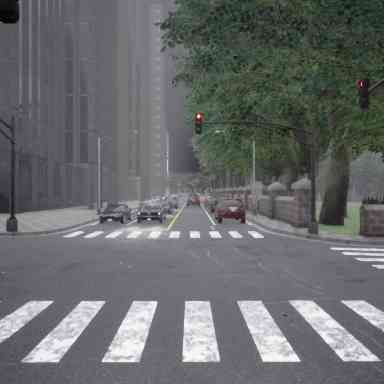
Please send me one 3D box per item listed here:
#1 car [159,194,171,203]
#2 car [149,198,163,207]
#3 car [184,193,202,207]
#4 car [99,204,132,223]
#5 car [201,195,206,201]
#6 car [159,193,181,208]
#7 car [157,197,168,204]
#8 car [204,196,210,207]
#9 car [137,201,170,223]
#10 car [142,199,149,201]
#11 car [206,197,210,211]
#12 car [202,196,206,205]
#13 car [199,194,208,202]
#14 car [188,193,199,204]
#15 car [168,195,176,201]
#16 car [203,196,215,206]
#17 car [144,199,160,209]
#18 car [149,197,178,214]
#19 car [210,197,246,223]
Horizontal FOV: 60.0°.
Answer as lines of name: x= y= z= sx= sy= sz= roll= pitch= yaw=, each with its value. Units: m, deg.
car: x=-5.581 y=1.375 z=68.917 sx=2.192 sy=1.841 sz=5.009 roll=0 pitch=0 yaw=0
car: x=-5.624 y=1.623 z=52.546 sx=1.802 sy=1.307 sz=4.206 roll=0 pitch=0 yaw=0
car: x=0.240 y=1.394 z=53.809 sx=2.097 sy=1.767 sz=4.553 roll=0 pitch=0 yaw=0
car: x=-5.696 y=1.577 z=25.261 sx=1.947 sy=1.339 sz=4.313 roll=0 pitch=0 yaw=0
car: x=2.901 y=1.481 z=52.530 sx=1.967 sy=1.590 sz=4.097 roll=0 pitch=0 yaw=0
car: x=-2.968 y=1.385 z=45.793 sx=2.097 sy=1.767 sz=4.553 roll=0 pitch=0 yaw=0
car: x=-5.596 y=1.635 z=63.460 sx=1.802 sy=1.307 sz=4.206 roll=0 pitch=0 yaw=0
car: x=2.872 y=1.579 z=41.616 sx=2.008 sy=1.369 sz=4.403 roll=0 pitch=0 yaw=0
car: x=-3.032 y=1.612 z=25.700 sx=1.895 sy=1.301 sz=4.718 roll=0 pitch=0 yaw=0
car: x=-5.653 y=1.579 z=41.631 sx=2.008 sy=1.369 sz=4.403 roll=0 pitch=0 yaw=0
car: x=2.858 y=1.588 z=36.160 sx=1.947 sy=1.339 sz=4.313 roll=0 pitch=0 yaw=0
car: x=2.886 y=1.586 z=47.073 sx=2.008 sy=1.369 sz=4.403 roll=0 pitch=0 yaw=0
car: x=2.587 y=1.425 z=75.874 sx=2.097 sy=1.767 sz=4.553 roll=0 pitch=0 yaw=0
car: x=0.276 y=1.281 z=68.313 sx=2.150 sy=2.045 sz=5.566 roll=0 pitch=0 yaw=0
car: x=-5.524 y=1.534 z=90.745 sx=1.967 sy=1.590 sz=4.097 roll=0 pitch=0 yaw=0
car: x=2.915 y=1.487 z=57.986 sx=1.967 sy=1.590 sz=4.097 roll=0 pitch=0 yaw=0
car: x=-5.639 y=1.617 z=47.089 sx=1.802 sy=1.307 sz=4.206 roll=0 pitch=0 yaw=0
car: x=-3.001 y=1.569 z=35.518 sx=2.033 sy=1.411 sz=5.357 roll=0 pitch=0 yaw=1
car: x=2.829 y=1.326 z=25.248 sx=2.192 sy=1.841 sz=5.009 roll=0 pitch=0 yaw=0
